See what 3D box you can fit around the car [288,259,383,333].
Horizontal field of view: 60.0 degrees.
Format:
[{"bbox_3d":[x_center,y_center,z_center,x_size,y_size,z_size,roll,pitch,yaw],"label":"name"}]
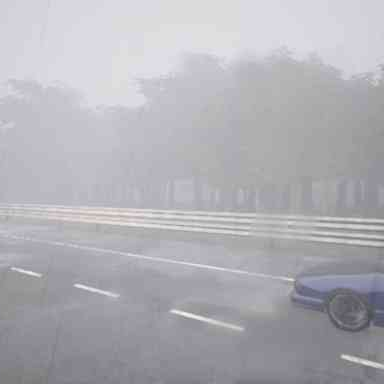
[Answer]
[{"bbox_3d":[4.344,1.548,5.068,5.357,1.411,2.033,0,0,36],"label":"car"}]
